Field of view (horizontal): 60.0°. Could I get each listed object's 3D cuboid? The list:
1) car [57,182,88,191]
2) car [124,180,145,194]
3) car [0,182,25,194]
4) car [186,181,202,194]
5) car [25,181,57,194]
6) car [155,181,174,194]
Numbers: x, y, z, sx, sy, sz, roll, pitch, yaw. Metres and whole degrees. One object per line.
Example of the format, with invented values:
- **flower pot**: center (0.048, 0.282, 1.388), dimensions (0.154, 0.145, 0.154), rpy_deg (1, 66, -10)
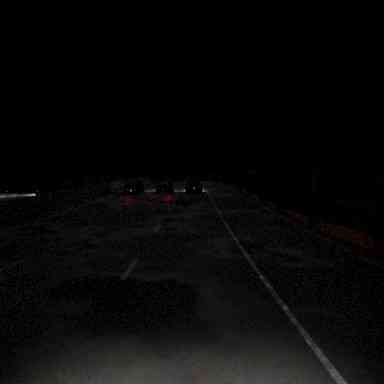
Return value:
- **car**: center (-13.952, -0.535, 39.808), dimensions (1.895, 1.301, 4.718), rpy_deg (0, 4, 0)
- **car**: center (-6.772, -0.595, 39.297), dimensions (1.837, 1.490, 4.892), rpy_deg (0, 4, 0)
- **car**: center (-20.950, -0.537, 39.831), dimensions (1.895, 1.301, 4.718), rpy_deg (0, 4, 0)
- **car**: center (0.233, -0.603, 40.229), dimensions (1.994, 1.385, 4.181), rpy_deg (0, 4, 0)
- **car**: center (-17.450, -0.615, 40.169), dimensions (2.033, 1.411, 5.357), rpy_deg (0, 4, 0)
- **car**: center (-3.267, -0.629, 40.054), dimensions (1.812, 1.442, 4.674), rpy_deg (0, 4, 0)
